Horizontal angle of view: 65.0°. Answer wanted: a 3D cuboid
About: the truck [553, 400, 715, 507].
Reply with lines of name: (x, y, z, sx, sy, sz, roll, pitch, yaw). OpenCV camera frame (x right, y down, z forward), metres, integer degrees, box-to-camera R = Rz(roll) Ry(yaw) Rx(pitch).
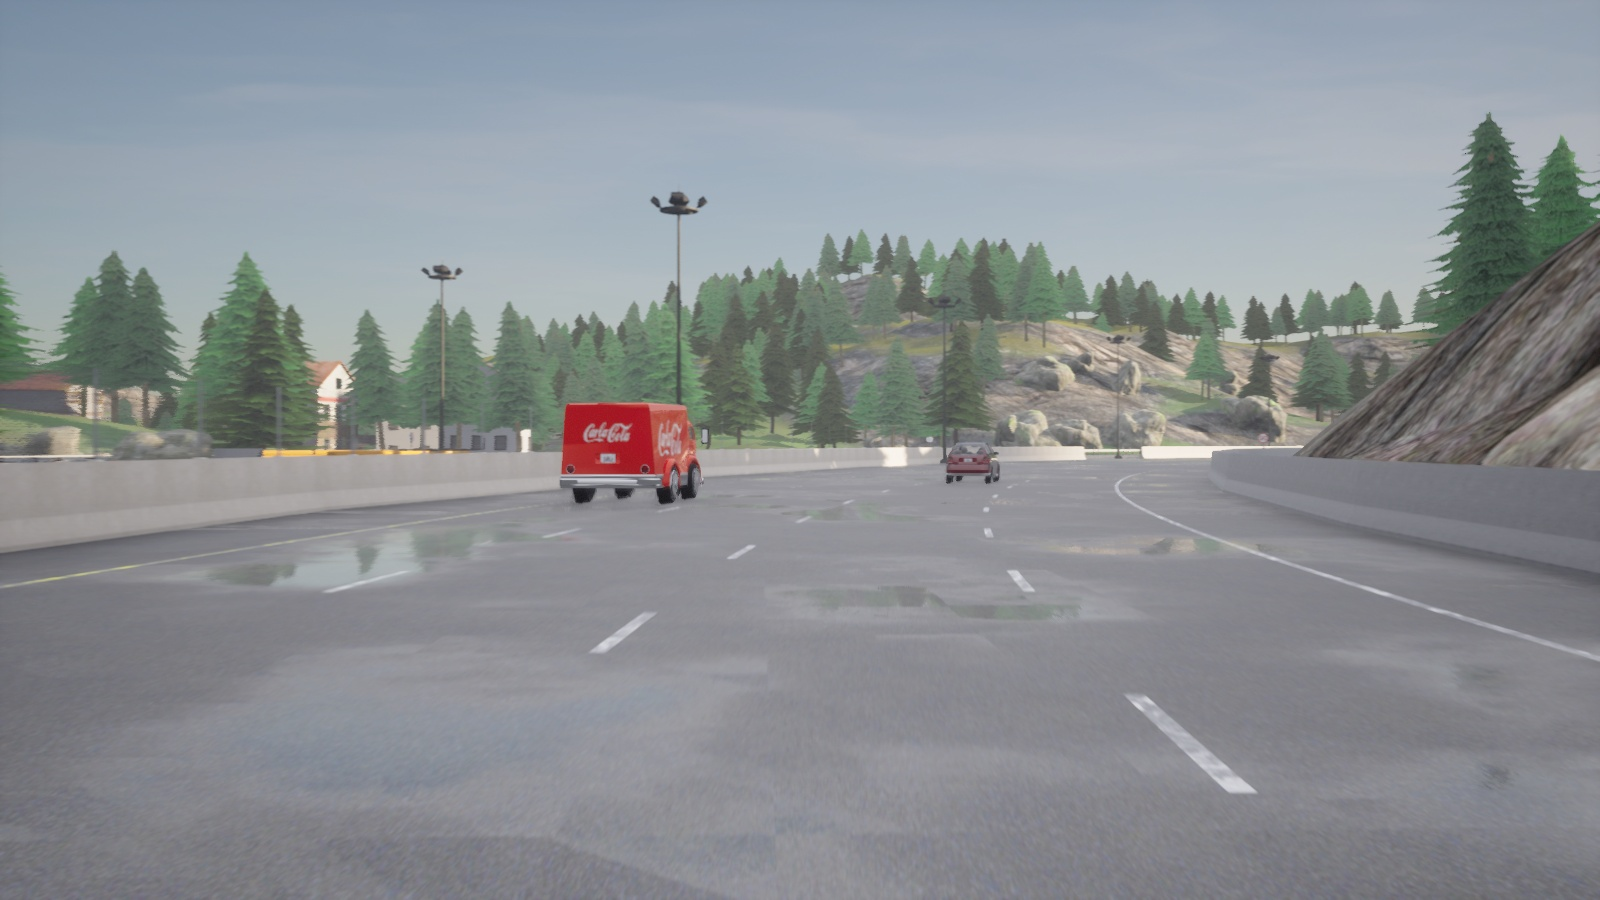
truck: (-4.072, 0.069, 31.939, 2.627, 2.467, 5.204, 0, 0, 10)

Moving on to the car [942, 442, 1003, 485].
car: (6.553, 0.479, 47.435, 1.789, 1.549, 3.705, 0, 0, 15)
